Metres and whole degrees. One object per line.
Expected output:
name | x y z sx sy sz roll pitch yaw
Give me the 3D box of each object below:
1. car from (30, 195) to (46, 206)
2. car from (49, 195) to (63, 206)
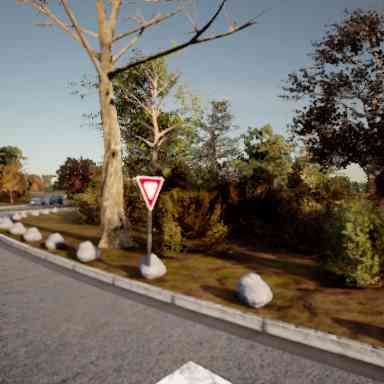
car | -30.318 1.629 65.598 2.150 2.045 5.566 0 0 -16
car | -27.272 1.637 66.760 2.150 2.045 5.566 0 0 -16
